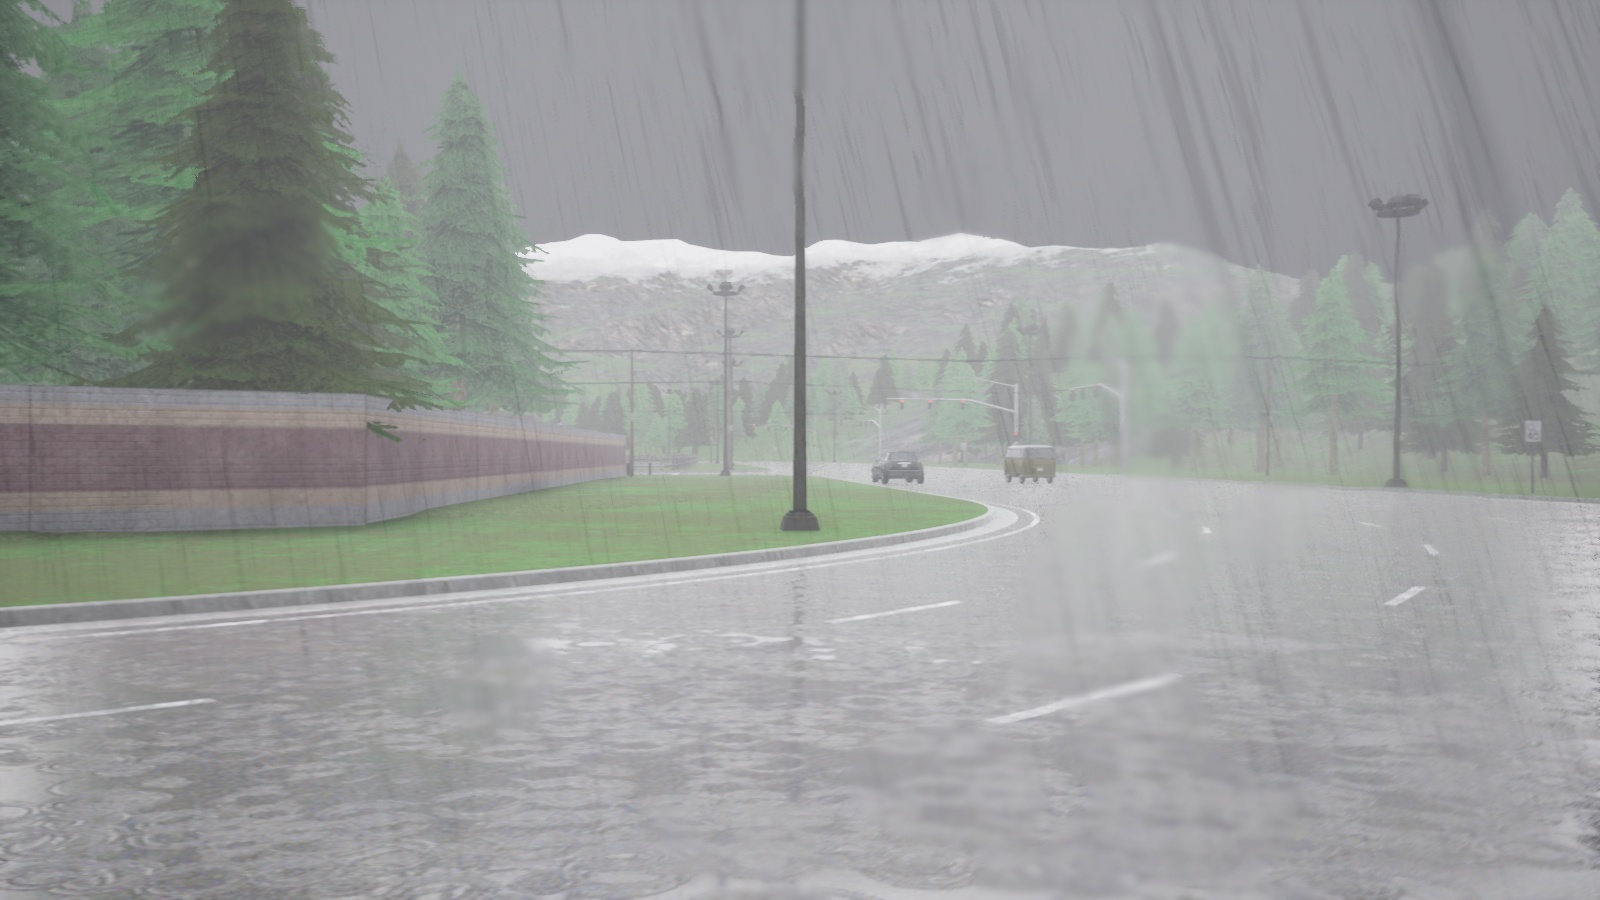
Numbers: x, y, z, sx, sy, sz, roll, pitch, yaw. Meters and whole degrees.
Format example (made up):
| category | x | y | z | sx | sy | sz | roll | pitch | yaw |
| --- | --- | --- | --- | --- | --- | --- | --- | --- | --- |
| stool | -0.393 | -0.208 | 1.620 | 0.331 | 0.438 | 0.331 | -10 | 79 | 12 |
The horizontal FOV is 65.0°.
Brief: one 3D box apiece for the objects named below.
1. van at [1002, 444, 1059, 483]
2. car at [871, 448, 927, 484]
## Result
| category | x | y | z | sx | sy | sz | roll | pitch | yaw |
| --- | --- | --- | --- | --- | --- | --- | --- | --- | --- |
| van | 11.987 | 0.679 | 65.467 | 1.775 | 1.987 | 4.442 | 0 | 0 | -6 |
| car | 5.043 | 0.801 | 64.550 | 2.097 | 1.767 | 4.553 | 0 | 0 | -5 |
